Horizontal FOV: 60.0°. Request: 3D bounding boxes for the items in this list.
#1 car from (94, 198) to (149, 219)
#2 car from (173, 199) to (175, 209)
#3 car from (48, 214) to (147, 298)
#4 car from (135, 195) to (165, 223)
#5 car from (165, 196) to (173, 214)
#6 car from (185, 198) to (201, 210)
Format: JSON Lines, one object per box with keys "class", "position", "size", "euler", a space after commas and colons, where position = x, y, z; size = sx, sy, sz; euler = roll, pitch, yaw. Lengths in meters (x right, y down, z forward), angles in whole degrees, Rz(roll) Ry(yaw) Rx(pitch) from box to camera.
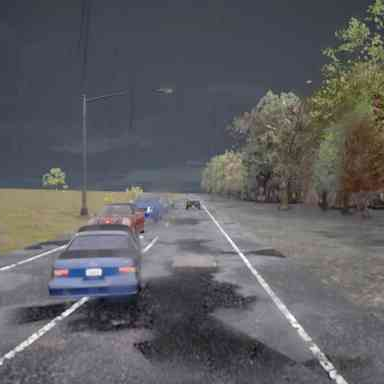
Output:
{"class": "car", "position": [-3.644, 1.367, 16.537], "size": [2.097, 1.767, 4.553], "euler": [0, 0, 1]}
{"class": "car", "position": [-3.517, 1.386, 46.213], "size": [2.097, 1.767, 4.553], "euler": [0, 0, 0]}
{"class": "car", "position": [-2.270, 1.556, 8.732], "size": [2.033, 1.411, 5.357], "euler": [0, 0, -10]}
{"class": "car", "position": [-3.561, 1.244, 26.202], "size": [2.150, 2.045, 5.566], "euler": [0, 0, -1]}
{"class": "car", "position": [-3.535, 1.381, 36.206], "size": [2.097, 1.767, 4.553], "euler": [0, 0, 0]}
{"class": "car", "position": [0.132, 1.538, 43.931], "size": [1.837, 1.490, 4.892], "euler": [0, 0, -1]}
